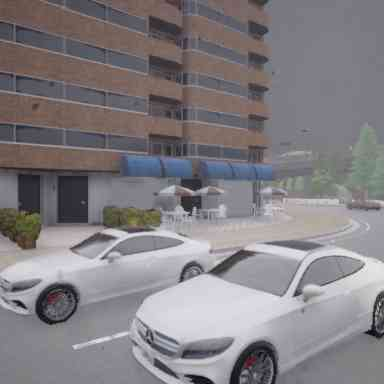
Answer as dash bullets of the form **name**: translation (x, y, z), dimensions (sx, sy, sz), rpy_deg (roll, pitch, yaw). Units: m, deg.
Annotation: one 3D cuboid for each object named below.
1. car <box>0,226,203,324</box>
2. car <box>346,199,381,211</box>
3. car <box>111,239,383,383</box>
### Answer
- **car**: translation (-1.536, 1.526, 7.281), dimensions (4.674, 1.442, 1.812), rpy_deg (0, 0, -36)
- **car**: translation (21.144, 1.564, 41.140), dimensions (1.994, 1.385, 4.181), rpy_deg (0, 0, -16)
- **car**: translation (1.371, 1.526, 5.069), dimensions (4.674, 1.442, 1.812), rpy_deg (0, 0, -37)
